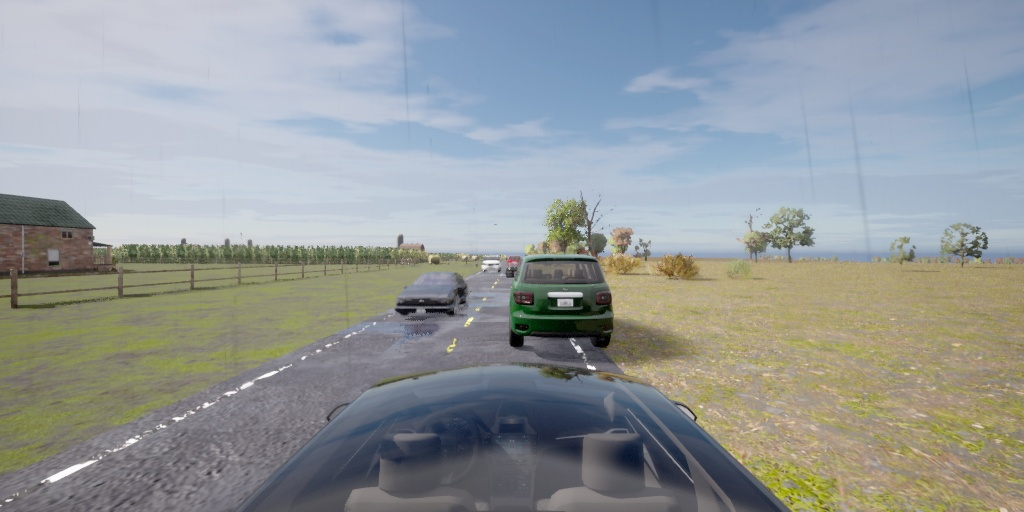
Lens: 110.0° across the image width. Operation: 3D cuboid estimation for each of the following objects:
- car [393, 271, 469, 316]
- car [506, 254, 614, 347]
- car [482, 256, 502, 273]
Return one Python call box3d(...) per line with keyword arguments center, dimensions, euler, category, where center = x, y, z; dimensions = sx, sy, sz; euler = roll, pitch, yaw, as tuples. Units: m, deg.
box3d(center=(-2.759, 1.295, 13.603), dimensions=(2.033, 1.411, 5.357), euler=(0, 0, 0), category="car")
box3d(center=(1.025, 0.973, 9.442), dimensions=(2.150, 2.045, 5.566), euler=(0, 0, 0), category="car")
box3d(center=(-2.446, 0.963, 43.908), dimensions=(2.150, 2.045, 5.566), euler=(0, 0, 0), category="car")
